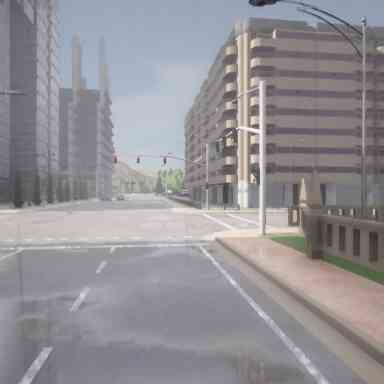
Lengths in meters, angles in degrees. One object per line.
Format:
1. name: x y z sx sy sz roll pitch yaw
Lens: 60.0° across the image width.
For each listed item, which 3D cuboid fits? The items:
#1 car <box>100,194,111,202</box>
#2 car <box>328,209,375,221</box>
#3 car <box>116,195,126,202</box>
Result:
1. car: -20.085 1.331 77.501 2.097 1.767 4.553 0 0 -7
2. car: 10.197 1.585 22.736 4.718 1.301 1.895 0 0 -8
3. car: -16.609 1.476 77.911 1.837 1.490 4.892 0 0 -7
